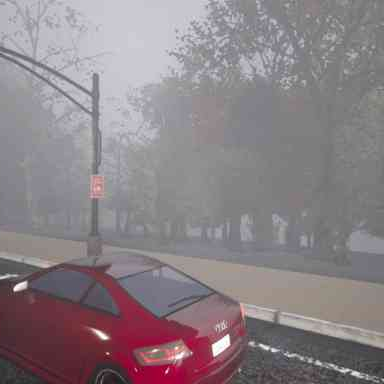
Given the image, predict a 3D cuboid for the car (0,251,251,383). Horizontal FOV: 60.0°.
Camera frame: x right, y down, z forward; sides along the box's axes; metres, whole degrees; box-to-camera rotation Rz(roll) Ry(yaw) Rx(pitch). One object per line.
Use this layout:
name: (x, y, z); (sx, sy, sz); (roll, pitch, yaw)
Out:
car: (-1.328, 1.563, 4.629); (4.181, 1.385, 1.994); (0, 0, 35)
